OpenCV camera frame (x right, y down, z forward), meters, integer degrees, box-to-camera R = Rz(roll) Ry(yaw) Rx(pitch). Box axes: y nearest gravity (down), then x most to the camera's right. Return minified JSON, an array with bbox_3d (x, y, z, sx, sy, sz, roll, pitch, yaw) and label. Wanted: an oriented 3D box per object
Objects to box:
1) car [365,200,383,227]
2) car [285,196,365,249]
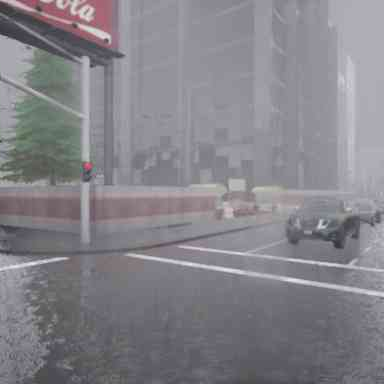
[{"bbox_3d":[11.910,1.506,23.202,1.837,1.490,4.892,0,0,36],"label":"car"},{"bbox_3d":[6.124,1.223,15.189,2.150,2.045,5.566,0,0,36],"label":"car"}]
